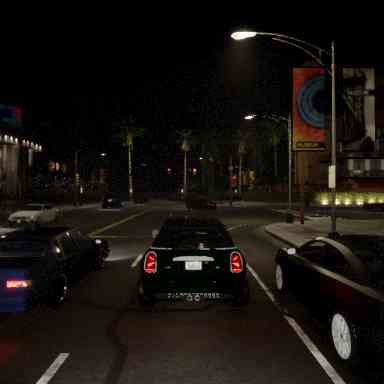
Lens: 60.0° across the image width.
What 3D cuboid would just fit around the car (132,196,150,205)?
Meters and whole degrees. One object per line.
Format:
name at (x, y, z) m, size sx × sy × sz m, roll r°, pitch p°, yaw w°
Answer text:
car at (-9.334, 1.506, 61.033) m, size 1.837 × 1.490 × 4.892 m, roll 0°, pitch 0°, yaw 15°

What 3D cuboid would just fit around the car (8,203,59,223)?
car at (-10.691, 1.526, 22.855) m, size 1.812 × 1.442 × 4.674 m, roll 0°, pitch 0°, yaw 0°

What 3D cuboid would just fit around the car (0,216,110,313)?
car at (-3.469, 1.547, 7.934) m, size 2.033 × 1.411 × 5.357 m, roll 0°, pitch 0°, yaw 0°

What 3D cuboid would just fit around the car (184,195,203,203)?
car at (0.402, 1.477, 67.513) m, size 1.882 × 1.535 × 5.008 m, roll 0°, pitch 0°, yaw 24°

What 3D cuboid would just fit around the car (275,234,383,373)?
car at (2.880, 1.480, 5.816) m, size 2.097 × 1.535 × 5.008 m, roll 0°, pitch 0°, yaw -1°

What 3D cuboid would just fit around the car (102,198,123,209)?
car at (-10.706, 1.547, 45.403) m, size 2.033 × 1.411 × 5.357 m, roll 0°, pitch 0°, yaw 1°

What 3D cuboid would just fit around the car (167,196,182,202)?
car at (-3.479, 1.540, 75.576) m, size 2.033 × 1.411 × 5.357 m, roll 0°, pitch 0°, yaw 29°

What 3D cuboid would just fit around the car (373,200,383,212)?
car at (23.016, 1.354, 36.633) m, size 4.553 × 1.767 × 2.097 m, roll 0°, pitch 0°, yaw -1°

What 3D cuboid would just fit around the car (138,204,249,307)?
car at (0.032, 1.352, 8.153) m, size 2.097 × 1.767 × 4.553 m, roll 0°, pitch 0°, yaw 0°

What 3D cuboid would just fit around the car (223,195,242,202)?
car at (10.048, 1.500, 75.929) m, size 4.892 × 1.490 × 1.837 m, roll 0°, pitch 0°, yaw -44°

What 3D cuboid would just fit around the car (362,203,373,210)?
car at (23.253, 1.601, 40.139) m, size 4.718 × 1.301 × 1.895 m, roll 0°, pitch 0°, yaw -1°

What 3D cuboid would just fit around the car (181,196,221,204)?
car at (1.140, 1.564, 41.779) m, size 4.181 × 1.385 × 1.994 m, roll 0°, pitch 0°, yaw 45°

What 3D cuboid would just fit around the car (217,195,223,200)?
car at (6.978, 1.500, 87.311) m, size 4.892 × 1.490 × 1.837 m, roll 0°, pitch 0°, yaw -40°
